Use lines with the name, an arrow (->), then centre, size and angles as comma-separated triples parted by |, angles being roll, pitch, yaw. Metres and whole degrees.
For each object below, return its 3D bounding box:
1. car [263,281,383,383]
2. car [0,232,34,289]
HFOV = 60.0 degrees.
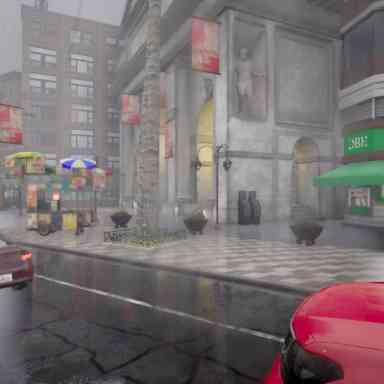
car -> 3.177, 1.221, 1.621 | 5.566, 2.045, 2.150 | 0, 0, 36
car -> -5.544, 1.526, 7.821 | 4.674, 1.442, 1.812 | 0, 0, 35
